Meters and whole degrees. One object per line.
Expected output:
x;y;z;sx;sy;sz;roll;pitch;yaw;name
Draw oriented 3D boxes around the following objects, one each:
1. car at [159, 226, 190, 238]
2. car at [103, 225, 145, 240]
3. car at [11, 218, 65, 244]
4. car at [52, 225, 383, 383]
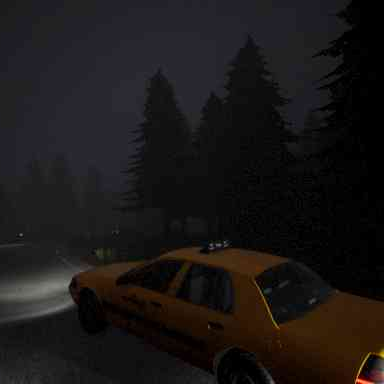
-2.308;5.543;46.279;1.882;1.535;5.008;-5;-8;30;car
-7.433;4.510;36.974;2.033;1.411;5.357;-4;-8;20;car
-12.732;3.228;28.177;2.150;2.045;5.566;-4;-7;7;car
0.125;1.441;4.751;5.366;1.575;1.801;0;1;43;car
